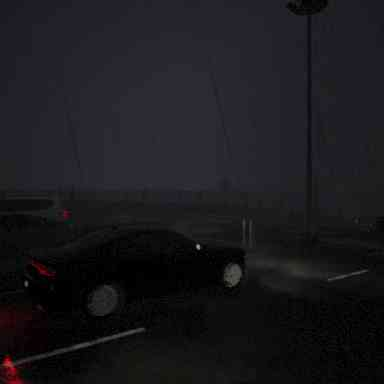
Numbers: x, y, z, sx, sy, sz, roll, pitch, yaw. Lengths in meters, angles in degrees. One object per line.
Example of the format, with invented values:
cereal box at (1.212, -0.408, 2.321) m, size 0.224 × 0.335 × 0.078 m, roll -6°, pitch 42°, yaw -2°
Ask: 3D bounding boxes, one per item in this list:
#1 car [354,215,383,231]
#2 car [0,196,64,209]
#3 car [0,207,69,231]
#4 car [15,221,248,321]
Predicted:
car at (22.668, 3.893, 41.612) m, size 5.566 × 2.045 × 2.150 m, roll 9°, pitch -5°, yaw -35°
car at (-8.529, 1.222, 15.105) m, size 5.566 × 2.045 × 2.150 m, roll 0°, pitch 0°, yaw -36°
car at (-6.988, 1.504, 11.905) m, size 4.892 × 1.490 × 1.837 m, roll 0°, pitch 0°, yaw -36°
car at (-0.929, 1.479, 7.383) m, size 5.008 × 1.535 × 1.882 m, roll 0°, pitch 0°, yaw -35°
